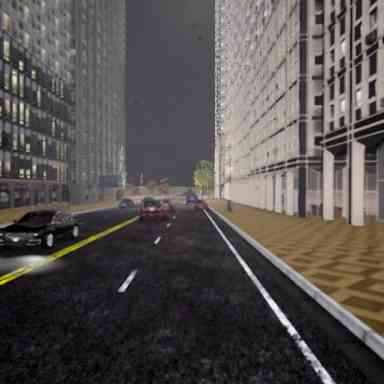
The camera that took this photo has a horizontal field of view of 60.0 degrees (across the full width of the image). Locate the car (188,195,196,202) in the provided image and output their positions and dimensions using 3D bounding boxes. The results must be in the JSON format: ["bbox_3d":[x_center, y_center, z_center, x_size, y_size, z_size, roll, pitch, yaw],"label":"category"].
[{"bbox_3d":[0.018,1.494,76.520,1.812,1.442,4.674,0,0,0],"label":"car"}]

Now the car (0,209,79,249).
[{"bbox_3d":[-6.558,1.541,14.825,1.837,1.490,4.892,0,0,0],"label":"car"}]

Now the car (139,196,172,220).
[{"bbox_3d":[-3.169,1.420,28.714,2.097,1.767,4.553,0,0,1],"label":"car"}]

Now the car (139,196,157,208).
[{"bbox_3d":[-6.551,1.463,50.178,2.097,1.767,4.553,0,0,0],"label":"car"}]

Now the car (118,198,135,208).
[{"bbox_3d":[-9.802,1.635,50.032,1.812,1.442,4.674,0,0,0],"label":"car"}]

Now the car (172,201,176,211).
[{"bbox_3d":[-3.143,1.620,41.354,1.812,1.442,4.674,0,0,0],"label":"car"}]

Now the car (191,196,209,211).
[{"bbox_3d":[1.147,1.624,42.320,1.812,1.442,4.674,0,0,0],"label":"car"}]

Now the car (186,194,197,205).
[{"bbox_3d":[0.014,1.359,60.502,2.150,2.045,5.566,0,0,0],"label":"car"}]
